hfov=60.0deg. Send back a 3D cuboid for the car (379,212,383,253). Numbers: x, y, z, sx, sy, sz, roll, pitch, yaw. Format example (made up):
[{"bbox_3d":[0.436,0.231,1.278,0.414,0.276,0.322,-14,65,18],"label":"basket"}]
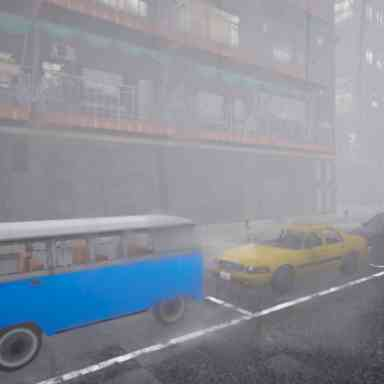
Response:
[{"bbox_3d":[7.289,1.386,11.804,4.313,1.339,1.947,-1,1,-36],"label":"car"}]

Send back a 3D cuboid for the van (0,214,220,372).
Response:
[{"bbox_3d":[-1.685,1.319,5.360,3.998,1.788,1.690,-1,1,-36],"label":"van"}]

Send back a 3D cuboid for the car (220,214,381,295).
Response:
[{"bbox_3d":[2.665,1.426,8.483,4.829,1.417,1.752,-1,1,-36],"label":"car"}]
